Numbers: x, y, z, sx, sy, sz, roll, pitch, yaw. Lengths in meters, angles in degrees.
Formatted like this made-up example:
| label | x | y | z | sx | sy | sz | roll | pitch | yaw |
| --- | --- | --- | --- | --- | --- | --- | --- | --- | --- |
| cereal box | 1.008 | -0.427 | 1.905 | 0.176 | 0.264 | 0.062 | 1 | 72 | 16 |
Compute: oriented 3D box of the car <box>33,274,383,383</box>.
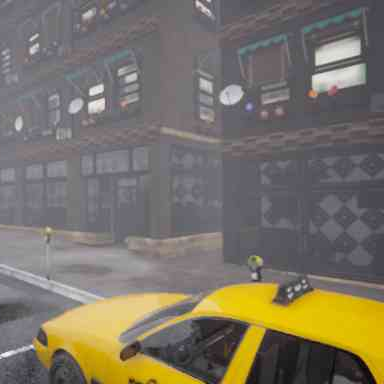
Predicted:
| label | x | y | z | sx | sy | sz | roll | pitch | yaw |
| --- | --- | --- | --- | --- | --- | --- | --- | --- | --- |
| car | 0.576 | 1.483 | 2.864 | 5.366 | 1.575 | 1.801 | 0 | 0 | 39 |
